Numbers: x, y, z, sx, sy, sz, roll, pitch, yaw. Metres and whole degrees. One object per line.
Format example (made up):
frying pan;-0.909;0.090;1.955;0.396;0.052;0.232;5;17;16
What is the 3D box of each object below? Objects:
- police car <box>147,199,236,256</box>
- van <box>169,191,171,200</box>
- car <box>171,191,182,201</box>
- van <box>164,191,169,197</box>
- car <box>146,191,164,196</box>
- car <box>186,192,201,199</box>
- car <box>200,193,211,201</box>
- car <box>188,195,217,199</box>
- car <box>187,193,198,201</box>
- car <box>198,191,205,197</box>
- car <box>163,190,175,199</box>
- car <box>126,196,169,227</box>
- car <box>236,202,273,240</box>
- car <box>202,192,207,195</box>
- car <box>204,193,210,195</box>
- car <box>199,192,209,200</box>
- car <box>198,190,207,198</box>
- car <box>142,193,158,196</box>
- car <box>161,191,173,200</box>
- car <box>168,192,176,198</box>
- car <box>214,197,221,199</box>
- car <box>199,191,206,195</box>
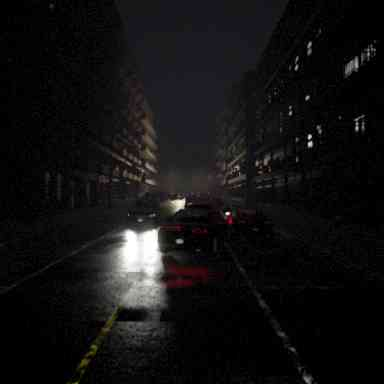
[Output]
police car;0.279;1.284;12.781;1.930;1.638;5.238;0;1;15
van;-5.277;0.756;60.038;1.690;1.788;3.998;1;0;0
car;-2.770;0.952;61.279;2.033;1.411;5.357;0;0;1
van;-5.278;0.802;54.507;1.690;1.788;3.998;2;1;0
car;-5.279;0.874;43.448;2.192;1.841;5.009;2;1;0
car;0.018;1.111;48.880;1.895;1.301;4.718;0;1;0
car;2.600;0.916;65.507;1.887;1.381;4.507;1;0;0
car;0.830;1.237;22.400;1.882;1.535;5.008;0;1;0
car;0.015;0.954;63.118;1.994;1.385;4.181;0;0;0
car;2.573;0.612;93.162;1.967;1.590;4.097;1;0;0
car;-5.273;0.602;76.628;2.192;1.841;5.009;1;0;0
car;-2.844;1.267;20.771;2.128;1.511;4.902;0;1;0
car;2.589;1.373;15.733;1.887;1.381;4.507;1;1;0
car;2.594;1.110;43.385;2.008;1.369;4.403;1;1;0
car;2.593;1.156;37.854;1.887;1.381;4.507;1;1;0
car;2.611;0.769;71.037;1.967;1.590;4.097;1;0;0
car;2.574;0.562;82.098;2.192;1.841;5.009;1;0;0
car;-5.286;1.137;37.749;1.752;1.417;4.829;2;1;0
car;-5.274;0.644;71.099;2.192;1.841;5.009;1;0;0
car;-5.277;0.774;87.693;1.947;1.339;4.313;1;0;0
car;2.590;1.294;21.434;1.752;1.417;4.829;1;1;0
car;2.599;0.960;59.977;1.887;1.381;4.507;1;0;0
